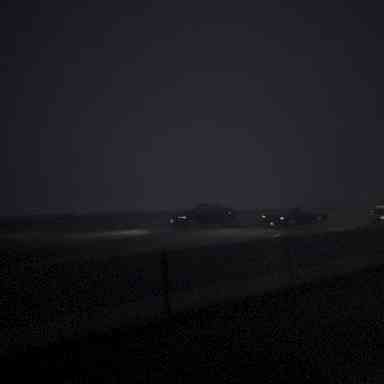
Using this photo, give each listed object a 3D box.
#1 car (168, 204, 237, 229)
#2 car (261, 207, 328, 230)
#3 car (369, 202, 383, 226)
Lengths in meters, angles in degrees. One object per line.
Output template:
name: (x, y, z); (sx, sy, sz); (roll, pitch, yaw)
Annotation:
car: (0.759, 1.519, 21.705); (4.902, 1.511, 2.128); (0, 0, -35)
car: (6.689, 1.642, 21.623); (4.718, 1.301, 1.895); (0, 0, -35)
car: (14.443, 1.281, 22.826); (5.566, 2.045, 2.150); (0, 0, -35)
